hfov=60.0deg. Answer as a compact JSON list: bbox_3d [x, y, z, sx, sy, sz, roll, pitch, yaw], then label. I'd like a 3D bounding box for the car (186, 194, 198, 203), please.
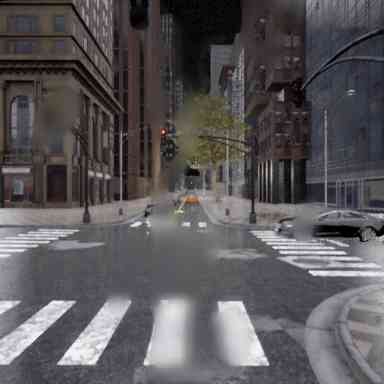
[{"bbox_3d":[0.023,1.077,59.509,2.097,1.767,4.553,0,0,0],"label":"car"}]

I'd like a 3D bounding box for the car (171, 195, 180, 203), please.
[{"bbox_3d":[-3.153,1.411,49.415,1.895,1.301,4.718,0,0,0],"label":"car"}]

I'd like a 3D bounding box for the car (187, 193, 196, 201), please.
[{"bbox_3d":[-0.043,1.089,70.662,1.882,1.535,5.008,0,1,0],"label":"car"}]

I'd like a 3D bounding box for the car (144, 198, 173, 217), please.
[{"bbox_3d":[-3.134,1.501,30.286,1.994,1.385,4.181,0,0,0],"label":"car"}]

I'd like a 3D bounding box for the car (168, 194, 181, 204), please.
[{"bbox_3d":[-3.119,1.214,59.811,2.128,1.511,4.902,0,1,1],"label":"car"}]

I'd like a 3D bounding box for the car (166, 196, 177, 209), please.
[{"bbox_3d":[-3.144,1.484,39.078,1.895,1.301,4.718,0,0,0],"label":"car"}]

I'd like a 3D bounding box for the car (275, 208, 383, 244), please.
[{"bbox_3d":[6.471,1.539,15.702,4.902,1.511,2.128,1,0,0],"label":"car"}]
